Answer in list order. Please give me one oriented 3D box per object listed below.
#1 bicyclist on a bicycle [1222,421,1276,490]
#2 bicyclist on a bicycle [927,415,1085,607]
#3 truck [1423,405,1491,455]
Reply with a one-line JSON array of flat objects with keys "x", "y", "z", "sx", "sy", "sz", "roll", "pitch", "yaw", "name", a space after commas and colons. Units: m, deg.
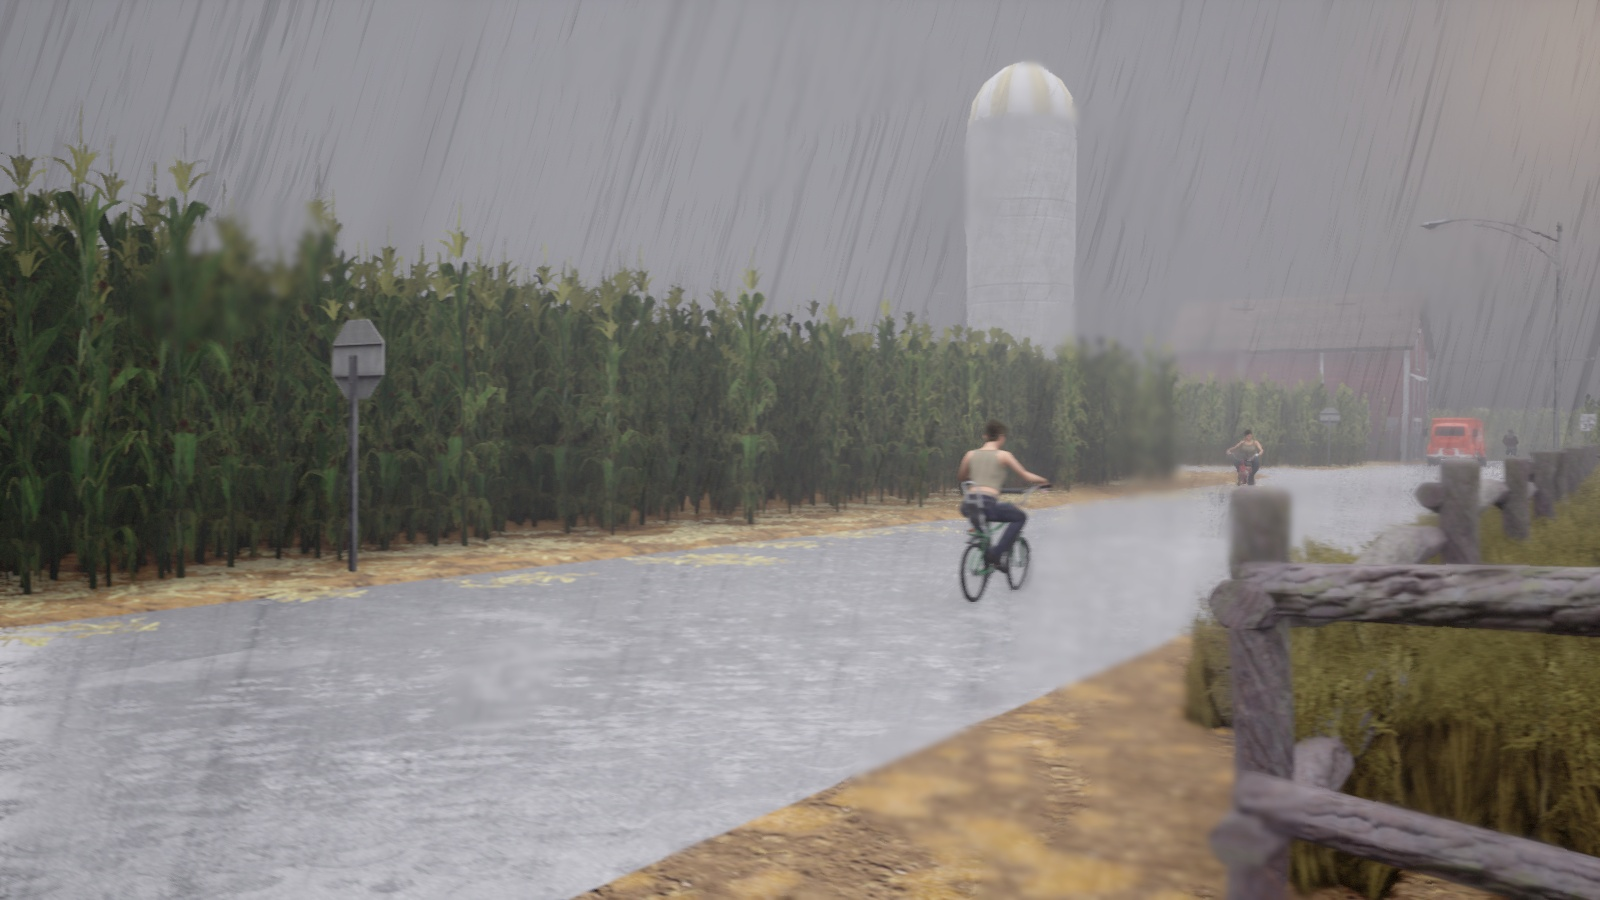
[{"x": 10.933, "y": 0.111, "z": 30.542, "sx": 0.866, "sy": 1.612, "sz": 1.509, "roll": 0, "pitch": 1, "yaw": 34, "name": "bicyclist on a bicycle"}, {"x": 1.894, "y": 0.503, "z": 11.390, "sx": 0.866, "sy": 1.612, "sz": 1.509, "roll": 0, "pitch": 1, "yaw": 33, "name": "bicyclist on a bicycle"}, {"x": 34.447, "y": -1.008, "z": 65.761, "sx": 2.627, "sy": 2.467, "sz": 5.204, "roll": 0, "pitch": 0, "yaw": 34, "name": "truck"}]
